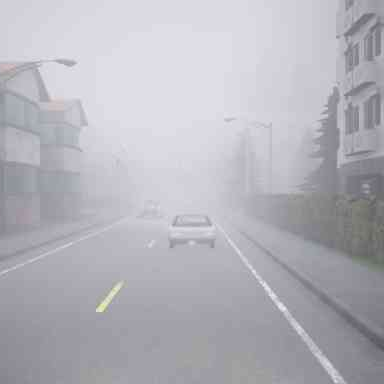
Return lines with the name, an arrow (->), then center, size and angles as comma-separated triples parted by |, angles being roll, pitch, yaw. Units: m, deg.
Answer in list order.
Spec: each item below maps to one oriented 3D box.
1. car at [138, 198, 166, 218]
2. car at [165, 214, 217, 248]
car -> -3.500, 1.403, 29.640 | 2.097, 1.767, 4.553 | 0, 0, 0
car -> 0.000, 1.615, 14.680 | 1.895, 1.301, 4.718 | 0, 0, 0
